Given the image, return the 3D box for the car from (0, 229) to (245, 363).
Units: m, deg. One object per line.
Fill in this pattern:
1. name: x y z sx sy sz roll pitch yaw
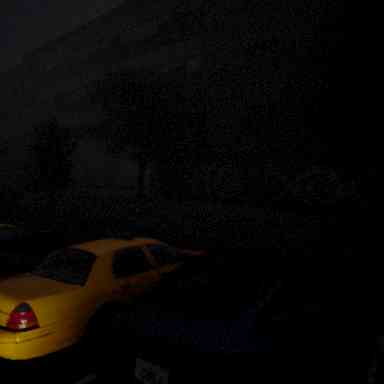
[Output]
1. car: -1.150 1.506 6.333 1.946 1.575 5.366 0 0 36

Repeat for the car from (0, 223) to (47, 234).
1. car: -3.515 1.556 7.830 2.163 1.488 4.792 0 0 36
